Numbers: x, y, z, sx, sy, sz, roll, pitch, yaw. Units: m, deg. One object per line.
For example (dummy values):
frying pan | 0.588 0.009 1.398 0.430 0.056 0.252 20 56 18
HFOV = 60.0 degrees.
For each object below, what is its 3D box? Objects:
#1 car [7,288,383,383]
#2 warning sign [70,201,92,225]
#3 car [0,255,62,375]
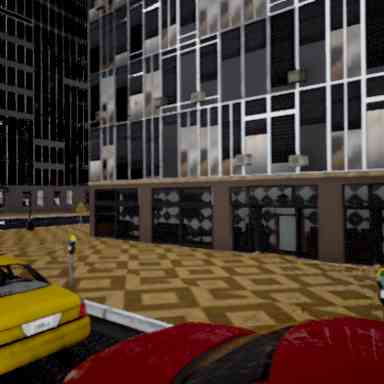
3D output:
car | 0.978 1.548 2.022 4.507 1.381 1.887 -1 0 35
warning sign | -9.094 1.689 27.258 1.300 1.860 1.060 1 0 33
car | -3.680 1.586 5.344 4.829 1.417 1.752 -1 0 35
